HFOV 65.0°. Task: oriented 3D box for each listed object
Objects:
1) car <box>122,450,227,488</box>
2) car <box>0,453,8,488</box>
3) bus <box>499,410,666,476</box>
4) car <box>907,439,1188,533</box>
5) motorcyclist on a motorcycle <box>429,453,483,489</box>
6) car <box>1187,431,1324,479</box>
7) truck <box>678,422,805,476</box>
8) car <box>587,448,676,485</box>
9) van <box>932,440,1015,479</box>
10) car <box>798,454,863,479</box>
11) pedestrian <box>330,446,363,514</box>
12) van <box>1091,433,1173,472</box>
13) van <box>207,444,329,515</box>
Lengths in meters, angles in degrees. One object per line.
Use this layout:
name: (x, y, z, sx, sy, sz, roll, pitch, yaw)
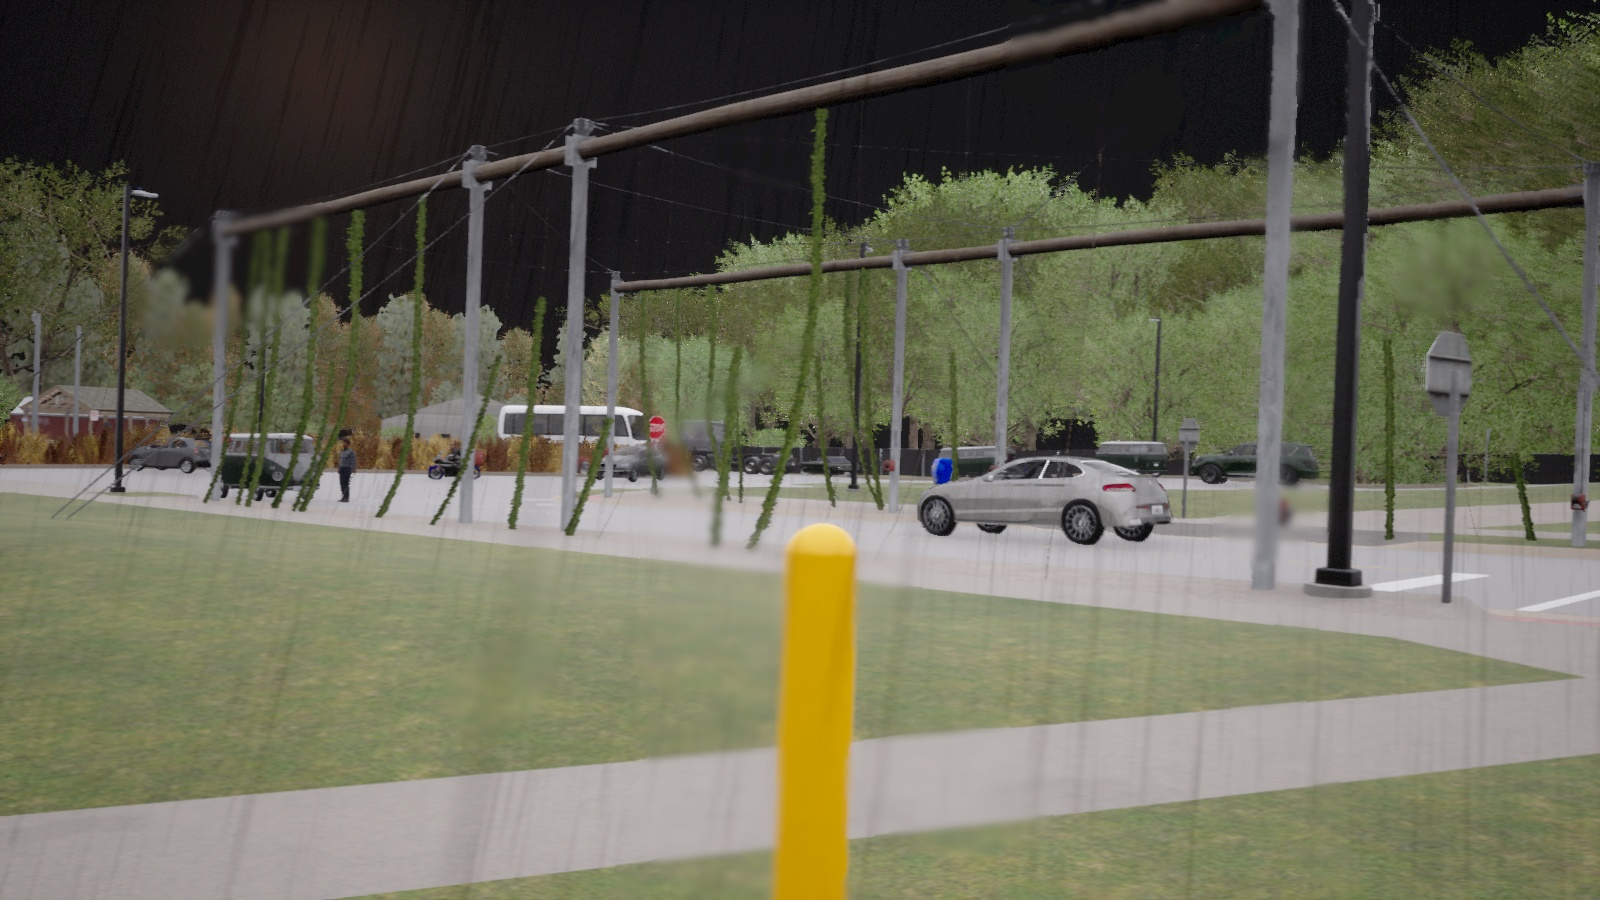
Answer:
car: (-26.410, 0.782, 53.024, 3.633, 1.501, 1.845, 1, 1, 14)
car: (-35.525, 0.906, 50.992, 5.357, 1.411, 2.033, -1, 1, -21)
bus: (-14.495, -0.502, 84.008, 10.273, 4.253, 3.944, 0, 1, 15)
car: (4.756, 0.679, 24.672, 5.027, 1.651, 2.152, -1, -1, 44)
motorcyclist on a motorcycle: (-15.029, 0.916, 54.831, 2.191, 1.530, 0.866, 0, 1, -21)
car: (20.893, 0.181, 57.656, 5.566, 2.045, 2.150, 2, 2, 30)
truck: (-3.862, -0.094, 82.320, 7.936, 3.462, 2.891, 0, 1, 27)
car: (-8.106, 0.773, 60.788, 2.242, 1.667, 4.611, 1, 0, 22)
van: (10.250, 0.569, 74.033, 4.442, 1.987, 1.775, -4, -1, 21)
car: (1.868, 1.001, 78.785, 1.895, 1.301, 4.718, -2, 2, -29)
pedestrian: (-13.192, 0.874, 36.533, 0.423, 1.949, 0.788, 1, 0, 30)
van: (17.990, 0.132, 68.264, 1.775, 1.987, 4.442, -1, 0, -27)
van: (-15.910, 0.834, 37.468, 4.442, 1.987, 1.775, 0, -1, 44)
